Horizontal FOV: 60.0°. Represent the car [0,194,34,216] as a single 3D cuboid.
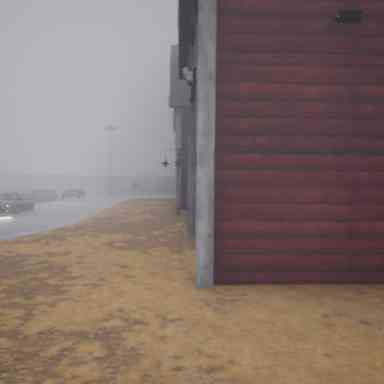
[{"bbox_3d":[-12.736,0.854,23.329,1.994,1.385,4.181,0,2,-5],"label":"car"}]
